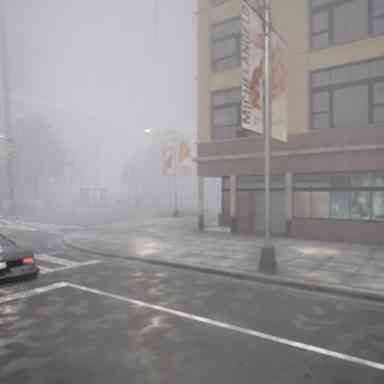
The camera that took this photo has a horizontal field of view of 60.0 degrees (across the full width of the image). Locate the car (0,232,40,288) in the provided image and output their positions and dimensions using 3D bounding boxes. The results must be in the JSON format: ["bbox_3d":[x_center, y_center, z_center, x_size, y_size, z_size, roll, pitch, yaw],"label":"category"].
[{"bbox_3d":[-5.915,1.574,8.417,5.357,1.411,2.033,0,0,39],"label":"car"}]
